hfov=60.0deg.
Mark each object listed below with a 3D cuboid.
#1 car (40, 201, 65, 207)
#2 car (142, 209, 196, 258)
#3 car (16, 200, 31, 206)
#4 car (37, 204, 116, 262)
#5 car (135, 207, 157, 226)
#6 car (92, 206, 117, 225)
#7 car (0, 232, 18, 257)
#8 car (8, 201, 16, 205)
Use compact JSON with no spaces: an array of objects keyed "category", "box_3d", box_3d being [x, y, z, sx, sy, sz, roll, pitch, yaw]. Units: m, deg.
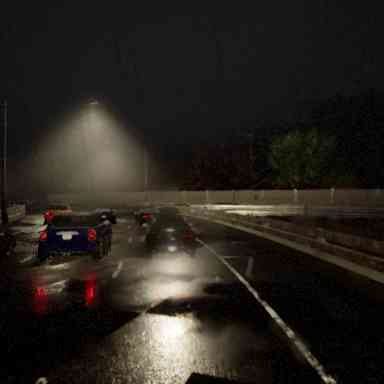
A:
[{"category":"car","box_3d":[-10.980,1.785,27.885,2.097,1.767,4.553,0,-1,-15]},{"category":"car","box_3d":[-0.967,1.702,13.699,1.837,1.490,4.892,0,0,-7]},{"category":"car","box_3d":[-43.832,2.736,84.593,4.902,1.511,2.128,-1,-1,37]},{"category":"car","box_3d":[-4.441,1.556,13.275,2.097,1.767,4.553,0,-1,-7]},{"category":"car","box_3d":[-3.595,1.946,27.457,2.033,1.411,5.357,0,-1,-15]},{"category":"car","box_3d":[-7.667,2.001,29.017,1.994,1.385,4.181,0,-1,-15]},{"category":"car","box_3d":[-7.663,1.732,10.913,2.033,1.411,5.357,0,-1,-7]},{"category":"car","box_3d":[-46.068,2.779,81.899,4.718,1.301,1.895,-1,-1,37]}]
